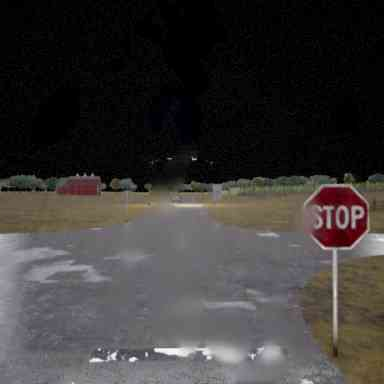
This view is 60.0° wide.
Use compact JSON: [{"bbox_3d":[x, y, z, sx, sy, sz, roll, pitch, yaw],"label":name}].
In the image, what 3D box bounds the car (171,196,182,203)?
[{"bbox_3d":[-3.048,1.492,65.248,1.994,1.385,4.181,0,0,0],"label":"car"}]
